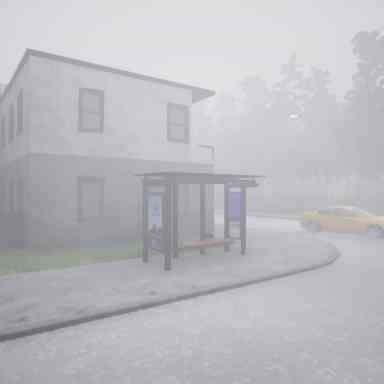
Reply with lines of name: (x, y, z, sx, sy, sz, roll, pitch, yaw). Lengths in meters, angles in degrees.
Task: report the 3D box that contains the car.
car: (8.046, 1.478, 17.124, 1.882, 1.535, 5.008, 0, 0, -41)
